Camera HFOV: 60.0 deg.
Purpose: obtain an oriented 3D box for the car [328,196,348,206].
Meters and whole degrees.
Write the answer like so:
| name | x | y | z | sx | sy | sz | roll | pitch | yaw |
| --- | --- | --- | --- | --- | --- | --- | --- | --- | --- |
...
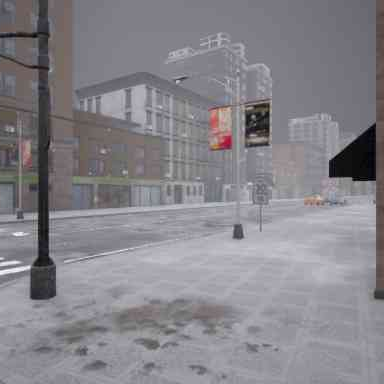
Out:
| name | x | y | z | sx | sy | sz | roll | pitch | yaw |
| --- | --- | --- | --- | --- | --- | --- | --- | --- | --- |
| car | 22.728 | 1.376 | 51.466 | 2.033 | 1.411 | 5.357 | 0 | 0 | 34 |

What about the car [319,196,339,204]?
| name | x | y | z | sx | sy | sz | roll | pitch | yaw |
| --- | --- | --- | --- | --- | --- | --- | --- | --- | --- |
| car | 24.889 | 1.373 | 60.272 | 2.033 | 1.411 | 5.357 | 0 | 0 | 37 |

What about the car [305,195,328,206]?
| name | x | y | z | sx | sy | sz | roll | pitch | yaw |
| --- | --- | --- | --- | --- | --- | --- | --- | --- | --- |
| car | 19.300 | 1.181 | 52.250 | 2.097 | 1.767 | 4.553 | 0 | 0 | 35 |
